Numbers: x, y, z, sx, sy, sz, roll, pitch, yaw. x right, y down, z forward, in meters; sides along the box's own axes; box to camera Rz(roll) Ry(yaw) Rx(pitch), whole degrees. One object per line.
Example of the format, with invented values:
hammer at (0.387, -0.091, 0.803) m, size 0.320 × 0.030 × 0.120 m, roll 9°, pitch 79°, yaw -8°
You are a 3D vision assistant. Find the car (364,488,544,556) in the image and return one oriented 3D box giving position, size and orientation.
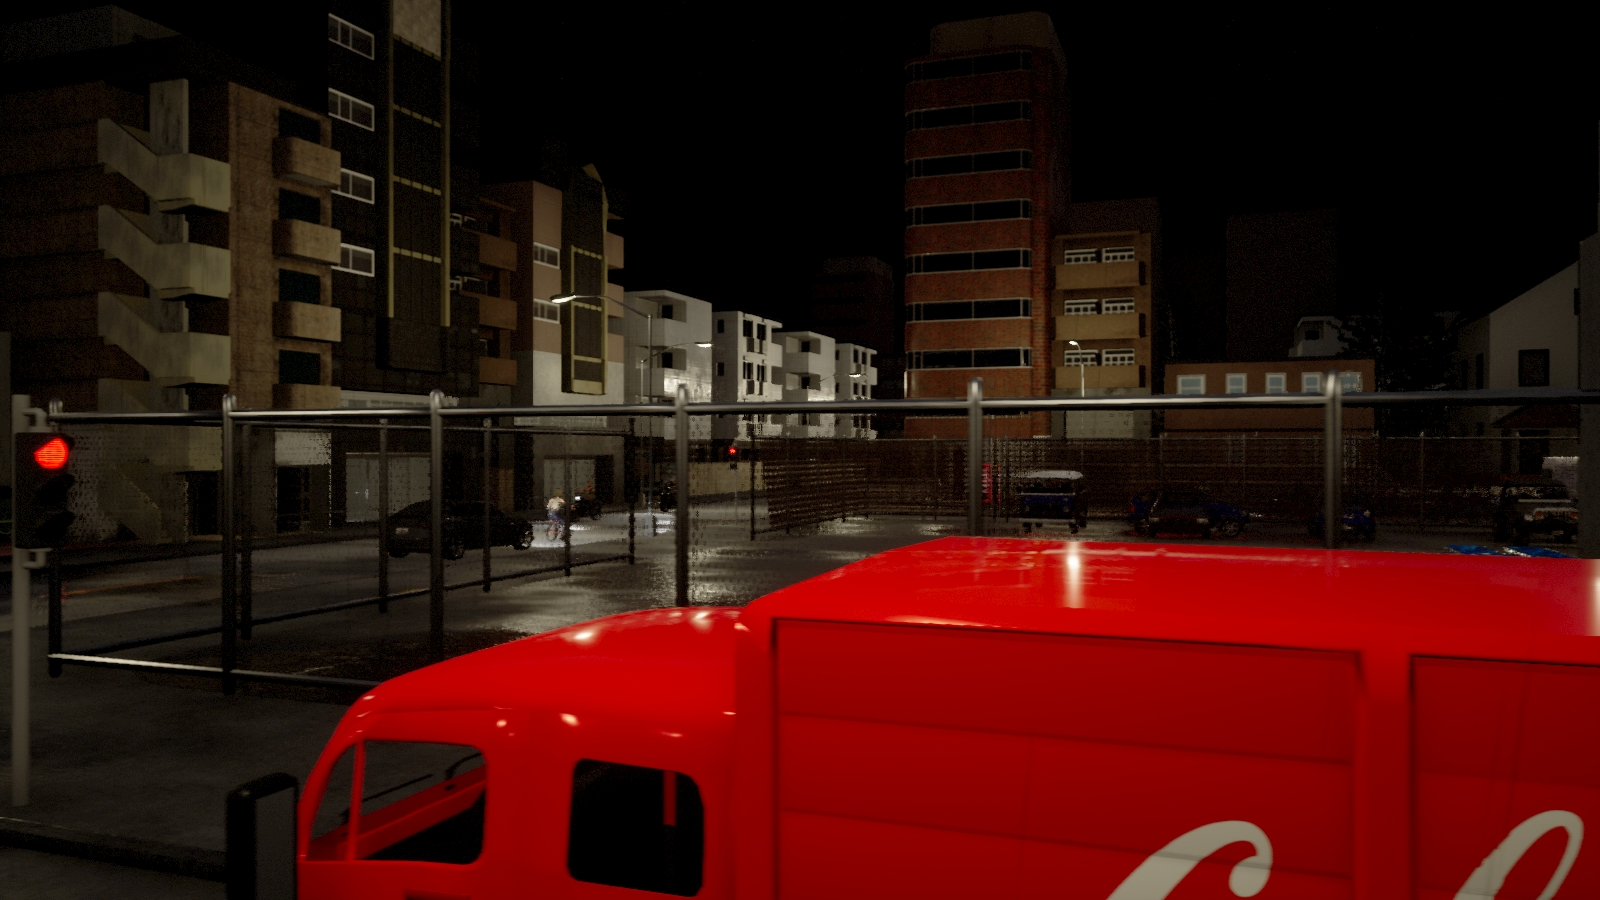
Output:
car at (-9.110, 1.842, 30.586) m, size 2.163 × 1.488 × 4.792 m, roll 0°, pitch 0°, yaw 20°

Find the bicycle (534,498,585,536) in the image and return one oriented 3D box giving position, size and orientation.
bicycle at (-7.371, 2.036, 35.089) m, size 0.859 × 1.080 × 1.487 m, roll 0°, pitch 0°, yaw 20°

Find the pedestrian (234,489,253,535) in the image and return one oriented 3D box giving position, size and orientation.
pedestrian at (-16.185, 1.804, 33.232) m, size 0.375 × 1.300 × 0.375 m, roll 0°, pitch 0°, yaw 41°

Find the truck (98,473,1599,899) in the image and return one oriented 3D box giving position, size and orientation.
truck at (0.938, 1.348, 3.512) m, size 5.204 × 2.467 × 2.627 m, roll 0°, pitch 0°, yaw 20°
